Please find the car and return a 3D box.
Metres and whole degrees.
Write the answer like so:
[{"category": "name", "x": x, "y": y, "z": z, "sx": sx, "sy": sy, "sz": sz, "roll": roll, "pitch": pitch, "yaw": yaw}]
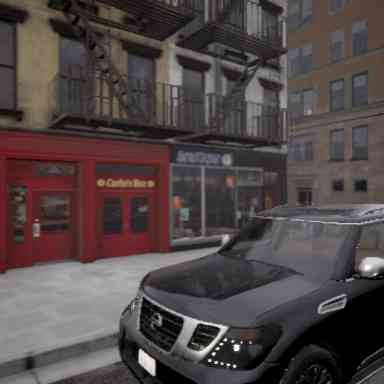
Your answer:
[{"category": "car", "x": 1.830, "y": 1.217, "z": 4.683, "sx": 5.566, "sy": 2.045, "sz": 2.150, "roll": 0, "pitch": 0, "yaw": -35}]
